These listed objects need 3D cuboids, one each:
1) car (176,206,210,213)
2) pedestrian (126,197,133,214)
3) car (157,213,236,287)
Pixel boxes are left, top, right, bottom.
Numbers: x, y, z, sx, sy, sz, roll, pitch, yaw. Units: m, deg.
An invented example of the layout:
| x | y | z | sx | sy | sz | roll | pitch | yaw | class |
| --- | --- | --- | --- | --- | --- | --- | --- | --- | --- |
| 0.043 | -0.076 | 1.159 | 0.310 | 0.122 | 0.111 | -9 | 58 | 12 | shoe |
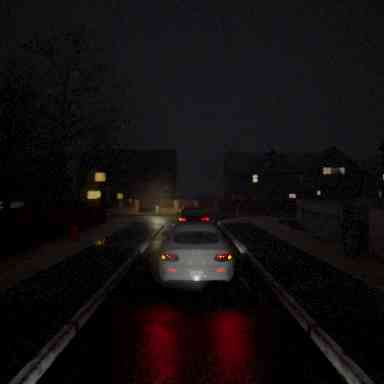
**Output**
| x | y | z | sx | sy | sz | roll | pitch | yaw | class |
| --- | --- | --- | --- | --- | --- | --- | --- | --- | --- |
| 0.066 | 1.554 | 19.091 | 1.812 | 1.442 | 4.674 | 0 | 0 | -1 | car |
| -6.731 | 1.409 | 35.544 | 0.375 | 1.860 | 0.375 | 0 | -1 | 1 | pedestrian |
| 0.098 | 1.539 | 9.234 | 1.812 | 1.442 | 4.674 | 0 | 0 | 0 | car |
